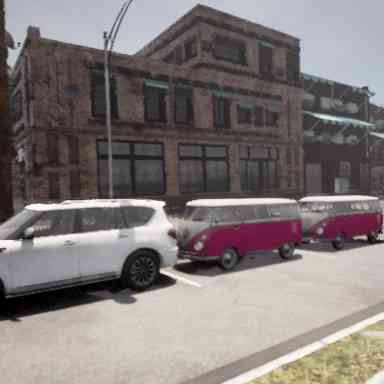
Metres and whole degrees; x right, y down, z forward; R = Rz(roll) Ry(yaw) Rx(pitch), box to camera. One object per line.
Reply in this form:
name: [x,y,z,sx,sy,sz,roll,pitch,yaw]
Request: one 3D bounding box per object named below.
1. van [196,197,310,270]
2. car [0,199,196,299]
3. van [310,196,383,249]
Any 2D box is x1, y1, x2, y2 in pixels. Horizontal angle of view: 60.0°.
van: [1.512,1.207,10.624,4.442,1.987,1.878,-1,0,-35]
car: [-2.947,1.221,7.478,5.566,2.045,2.435,0,0,-35]
van: [6.046,1.164,13.820,4.442,1.987,1.878,-1,0,-35]
